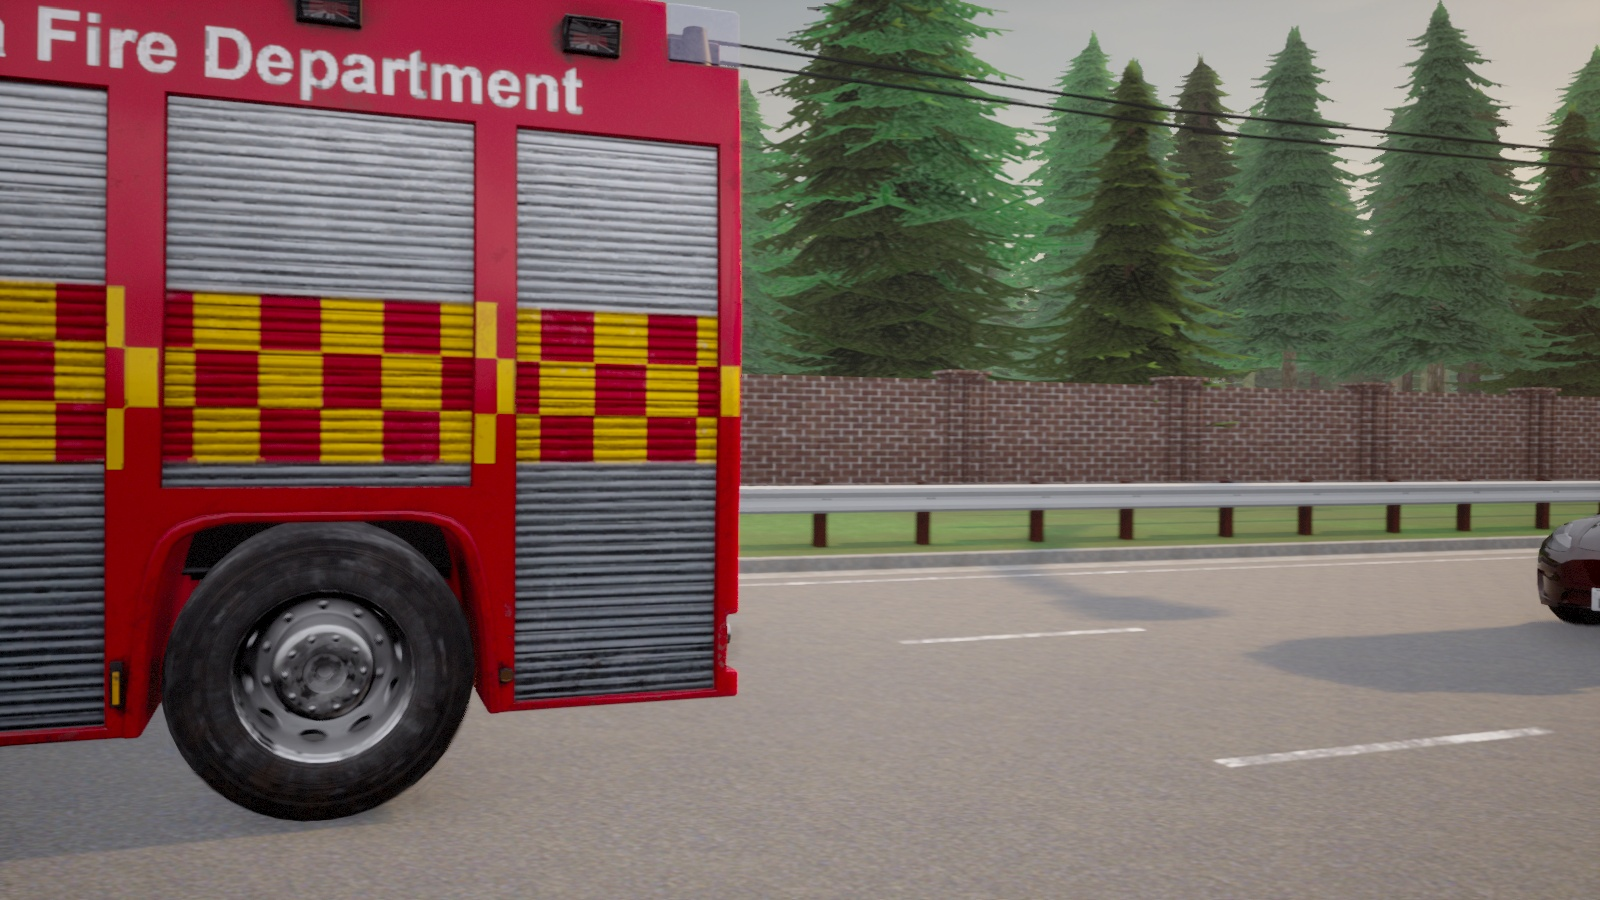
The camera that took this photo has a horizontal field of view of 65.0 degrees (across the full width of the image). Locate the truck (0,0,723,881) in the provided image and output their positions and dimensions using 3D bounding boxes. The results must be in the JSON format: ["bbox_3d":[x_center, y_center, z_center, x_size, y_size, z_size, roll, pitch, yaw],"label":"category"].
[{"bbox_3d":[-4.817,-0.398,5.140,8.468,3.827,2.891,-1,1,-21],"label":"truck"}]

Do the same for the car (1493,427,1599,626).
[{"bbox_3d":[8.305,0.543,10.137,4.792,1.488,2.163,-1,1,-21],"label":"car"}]
